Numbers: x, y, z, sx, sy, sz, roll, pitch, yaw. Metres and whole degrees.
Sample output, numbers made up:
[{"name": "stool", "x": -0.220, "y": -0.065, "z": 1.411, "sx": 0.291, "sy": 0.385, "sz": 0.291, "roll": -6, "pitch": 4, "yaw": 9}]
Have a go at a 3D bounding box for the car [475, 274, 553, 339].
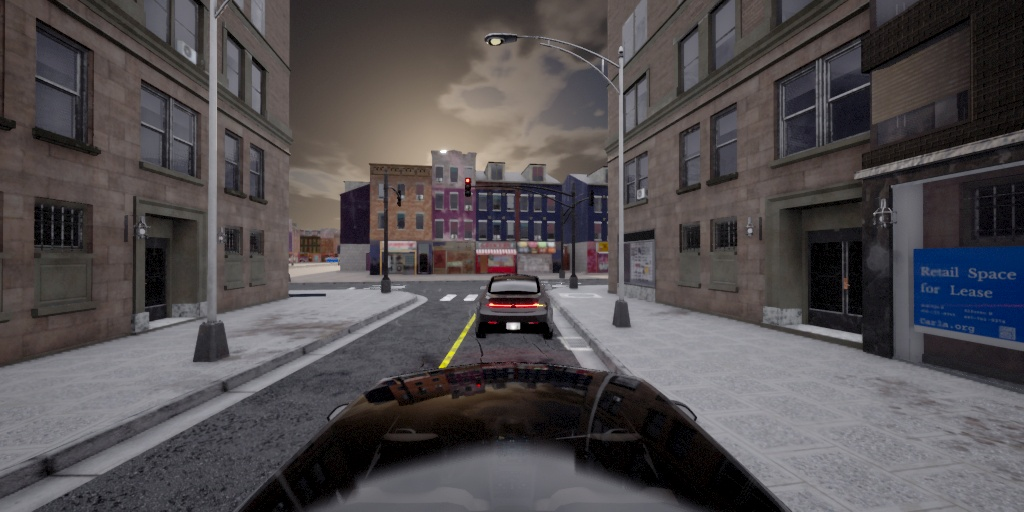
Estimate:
[{"name": "car", "x": 0.098, "y": 1.256, "z": 10.110, "sx": 1.837, "sy": 1.490, "sz": 4.892, "roll": 0, "pitch": 0, "yaw": 2}]
